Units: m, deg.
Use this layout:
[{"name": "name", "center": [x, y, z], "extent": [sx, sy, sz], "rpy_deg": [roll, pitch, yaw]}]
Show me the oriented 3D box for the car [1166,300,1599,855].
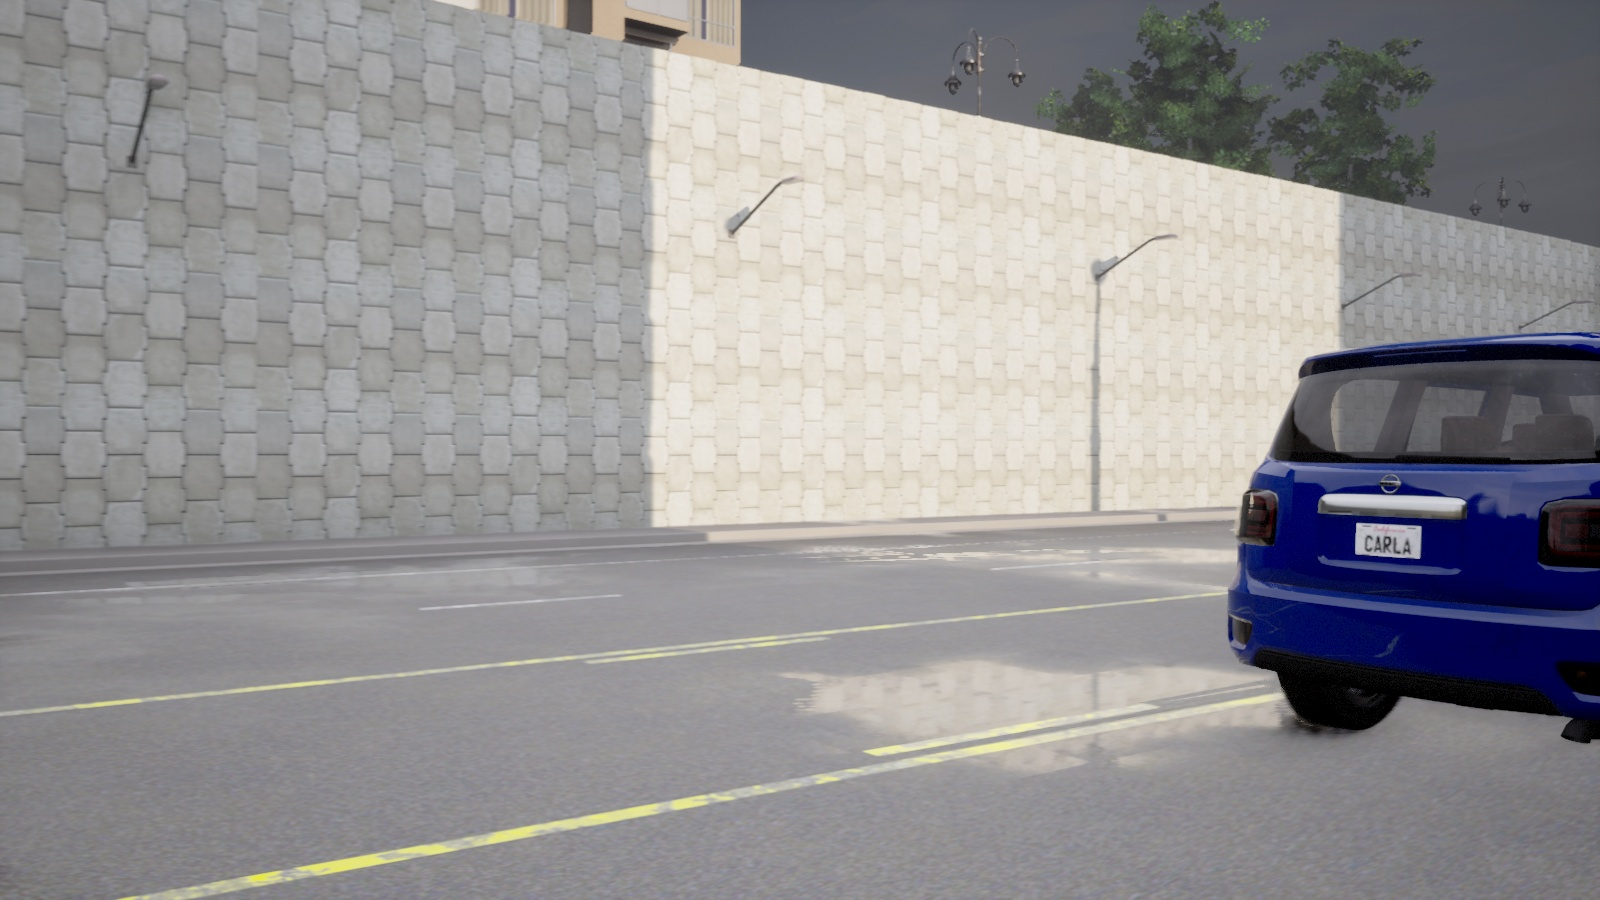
[{"name": "car", "center": [4.718, 0.471, 6.942], "extent": [5.566, 2.045, 2.150], "rpy_deg": [0, 0, -35]}]
